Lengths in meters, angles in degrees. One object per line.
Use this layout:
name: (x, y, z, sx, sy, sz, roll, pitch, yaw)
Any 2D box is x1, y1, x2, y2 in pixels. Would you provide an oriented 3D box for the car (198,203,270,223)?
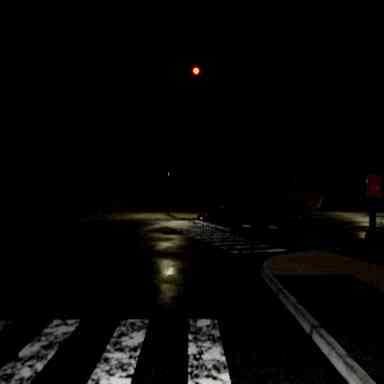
car: (3.216, 1.577, 25.219, 5.357, 1.411, 2.033, 1, 0, -19)
